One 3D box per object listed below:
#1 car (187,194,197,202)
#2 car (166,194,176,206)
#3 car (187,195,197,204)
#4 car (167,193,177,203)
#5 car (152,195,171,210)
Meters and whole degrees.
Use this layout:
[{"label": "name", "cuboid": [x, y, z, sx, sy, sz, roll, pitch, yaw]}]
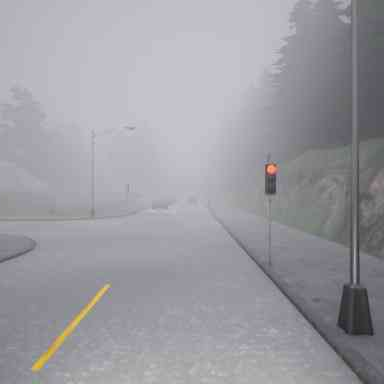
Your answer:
[{"label": "car", "cuboid": [-0.049, 1.355, 73.585, 2.097, 1.767, 4.553, 0, 0, 0]}, {"label": "car", "cuboid": [-4.128, 1.478, 53.746, 1.882, 1.535, 5.008, 0, 0, 0]}, {"label": "car", "cuboid": [0.056, 1.478, 63.492, 1.882, 1.535, 5.008, 0, 0, 0]}, {"label": "car", "cuboid": [-4.086, 1.221, 64.426, 2.150, 2.045, 5.566, 0, 0, 0]}, {"label": "car", "cuboid": [-4.115, 1.526, 43.455, 1.812, 1.442, 4.674, 0, 0, 0]}]
